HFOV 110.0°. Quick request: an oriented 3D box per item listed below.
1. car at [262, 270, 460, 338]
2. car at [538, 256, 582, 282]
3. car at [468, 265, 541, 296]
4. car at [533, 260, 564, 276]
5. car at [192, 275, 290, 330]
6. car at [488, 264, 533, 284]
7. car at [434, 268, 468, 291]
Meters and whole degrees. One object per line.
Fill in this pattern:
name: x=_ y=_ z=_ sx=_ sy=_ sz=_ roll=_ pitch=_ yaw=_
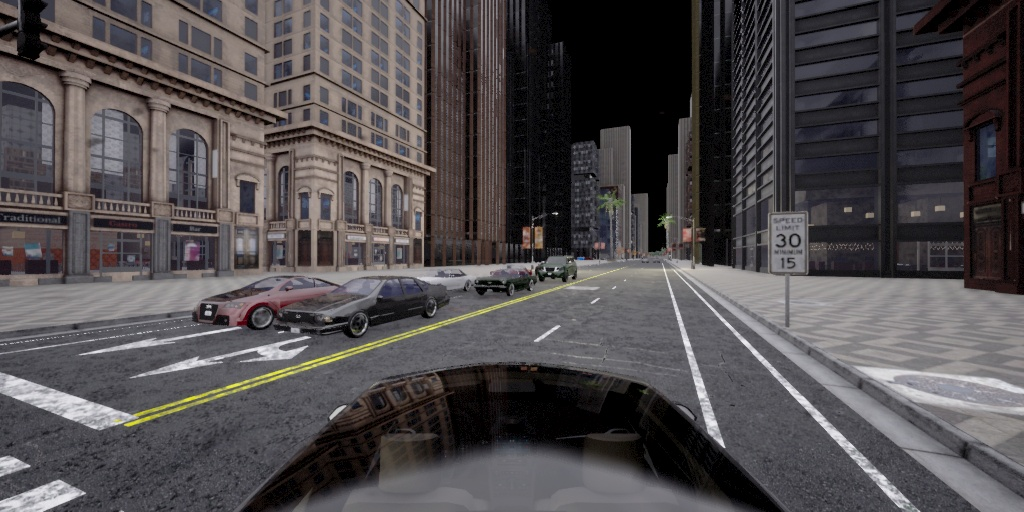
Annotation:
car: x=-3.907 y=1.299 z=10.601 sx=2.033 sy=1.411 sz=5.357 roll=0 pitch=0 yaw=22
car: x=3.858 y=0.986 z=29.342 sx=2.150 sy=2.045 sz=5.566 roll=0 pitch=0 yaw=22
car: x=-0.238 y=1.357 z=19.461 sx=1.895 sy=1.301 sz=4.718 roll=0 pitch=0 yaw=23
car: x=3.930 y=1.250 z=37.921 sx=1.882 sy=1.535 sz=5.008 roll=0 pitch=0 yaw=23
car: x=-7.170 y=1.316 z=11.206 sx=1.994 sy=1.385 sz=4.181 roll=0 pitch=0 yaw=23
car: x=-0.010 y=1.364 z=28.506 sx=1.895 sy=1.301 sz=4.718 roll=0 pitch=0 yaw=23
car: x=-3.823 y=1.356 z=19.303 sx=1.895 sy=1.301 sz=4.718 roll=0 pitch=0 yaw=23
